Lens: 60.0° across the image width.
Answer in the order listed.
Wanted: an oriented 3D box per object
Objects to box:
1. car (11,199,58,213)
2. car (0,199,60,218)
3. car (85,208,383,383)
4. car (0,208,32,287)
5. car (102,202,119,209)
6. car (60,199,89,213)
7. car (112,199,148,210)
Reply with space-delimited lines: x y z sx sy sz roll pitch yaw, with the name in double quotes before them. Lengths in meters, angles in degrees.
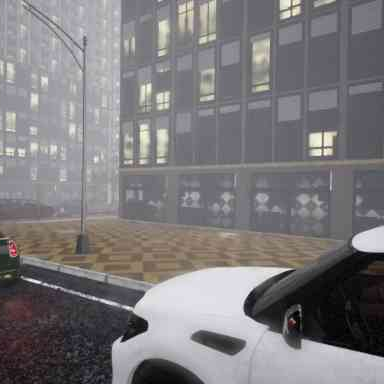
"car" -18.652 1.641 39.547 1.752 1.417 4.829 1 0 36
"car" -15.139 1.518 30.178 2.192 1.841 5.009 1 0 36
"car" 1.900 1.222 2.327 5.566 2.045 2.150 0 0 36
"car" -6.177 1.348 8.062 4.553 1.767 2.097 0 0 35
"car" -8.357 1.828 39.400 1.752 1.417 4.829 1 0 36
"car" -14.871 1.687 40.300 1.837 1.490 4.892 1 0 37
"car" -8.938 1.761 48.354 2.128 1.511 4.902 1 0 36
